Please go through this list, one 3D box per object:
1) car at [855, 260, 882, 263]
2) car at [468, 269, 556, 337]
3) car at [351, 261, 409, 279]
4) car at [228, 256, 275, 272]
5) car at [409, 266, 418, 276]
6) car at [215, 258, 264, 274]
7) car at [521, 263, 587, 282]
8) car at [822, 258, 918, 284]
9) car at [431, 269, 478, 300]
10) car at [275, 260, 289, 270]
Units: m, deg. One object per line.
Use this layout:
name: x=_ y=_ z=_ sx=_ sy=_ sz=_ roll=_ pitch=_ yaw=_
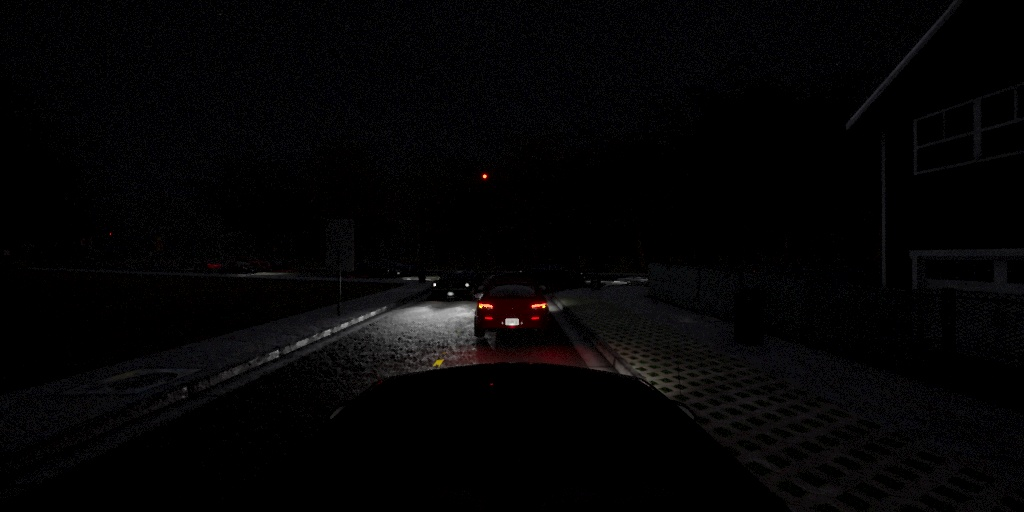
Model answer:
car: x=24.433 y=1.176 z=23.605 sx=5.008 sy=1.535 sz=1.882 roll=-1 pitch=0 yaw=23
car: x=0.006 y=1.276 z=10.166 sx=1.812 sy=1.442 sz=4.674 roll=0 pitch=0 yaw=0
car: x=-12.090 y=1.235 z=32.063 sx=4.902 sy=1.511 sz=2.128 roll=0 pitch=0 yaw=23
car: x=-32.629 y=0.999 z=44.483 sx=5.566 sy=2.045 sz=2.150 roll=0 pitch=0 yaw=24
car: x=-11.651 y=1.234 z=35.414 sx=5.008 sy=1.535 sz=1.882 roll=0 pitch=0 yaw=23
car: x=-30.330 y=1.291 z=39.939 sx=4.674 sy=1.442 sz=1.812 roll=0 pitch=0 yaw=23
car: x=3.232 y=1.282 z=28.992 sx=5.357 sy=1.411 sz=2.033 roll=0 pitch=0 yaw=23
car: x=26.111 y=1.060 z=26.421 sx=4.553 sy=1.767 sz=2.097 roll=0 pitch=0 yaw=23
car: x=-2.601 y=1.352 z=17.937 sx=1.895 sy=1.301 sz=4.718 roll=0 pitch=0 yaw=2
car: x=-34.845 y=1.329 z=52.655 sx=4.674 sy=1.442 sz=1.812 roll=0 pitch=0 yaw=24
